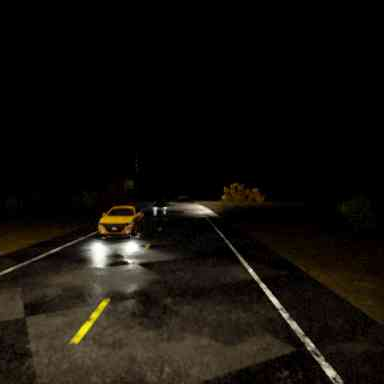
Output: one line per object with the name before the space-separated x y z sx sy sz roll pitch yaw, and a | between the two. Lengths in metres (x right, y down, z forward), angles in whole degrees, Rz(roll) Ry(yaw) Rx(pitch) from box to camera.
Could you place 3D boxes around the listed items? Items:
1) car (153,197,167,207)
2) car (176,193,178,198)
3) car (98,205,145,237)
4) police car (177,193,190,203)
car | -5.069 1.586 53.480 1.837 1.490 4.892 0 0 -3
car | -2.575 1.557 87.950 1.882 1.535 5.008 0 0 -4
car | -3.812 1.518 18.605 1.882 1.535 5.008 0 0 -1
police car | -1.586 1.509 72.091 1.930 1.638 5.238 0 0 -4
